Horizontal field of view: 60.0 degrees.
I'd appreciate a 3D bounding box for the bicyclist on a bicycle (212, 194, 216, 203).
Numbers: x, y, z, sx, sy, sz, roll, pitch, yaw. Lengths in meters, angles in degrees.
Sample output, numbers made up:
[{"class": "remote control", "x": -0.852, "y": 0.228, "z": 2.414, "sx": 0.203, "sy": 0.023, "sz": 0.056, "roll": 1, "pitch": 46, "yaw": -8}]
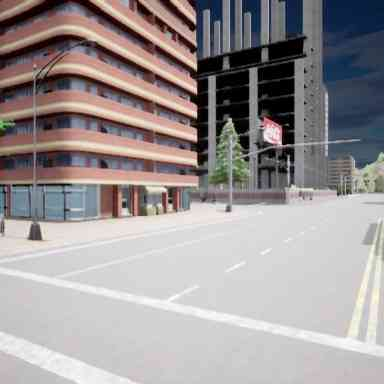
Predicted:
[{"class": "bicyclist on a bicycle", "x": 3.938, "y": 1.126, "z": 59.043, "sx": 0.582, "sy": 1.620, "sz": 1.656, "roll": 0, "pitch": 0, "yaw": 30}]
